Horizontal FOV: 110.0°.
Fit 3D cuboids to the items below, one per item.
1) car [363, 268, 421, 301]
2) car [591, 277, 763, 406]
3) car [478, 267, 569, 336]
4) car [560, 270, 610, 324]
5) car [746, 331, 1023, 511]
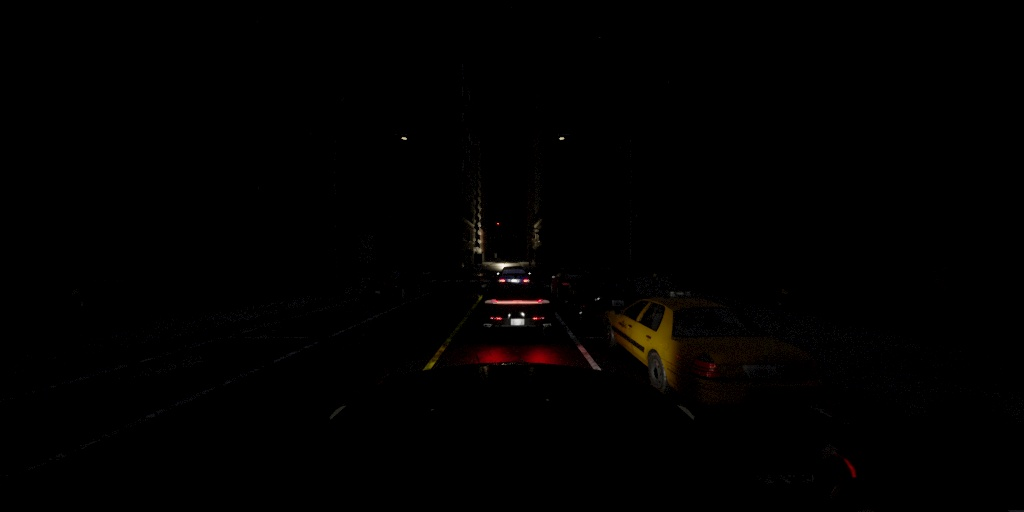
[{"bbox_3d":[-5.663,1.290,17.388,1.888,1.381,4.507,0,0,0],"label":"car"},{"bbox_3d":[2.876,1.274,6.384,1.751,1.417,4.829,0,0,0],"label":"car"},{"bbox_3d":[0.107,1.239,10.326,2.128,1.511,4.902,0,0,0],"label":"car"},{"bbox_3d":[2.879,1.312,11.800,1.948,1.339,4.313,0,0,0],"label":"car"},{"bbox_3d":[2.872,1.301,0.628,2.007,1.370,4.403,0,0,0],"label":"car"}]
